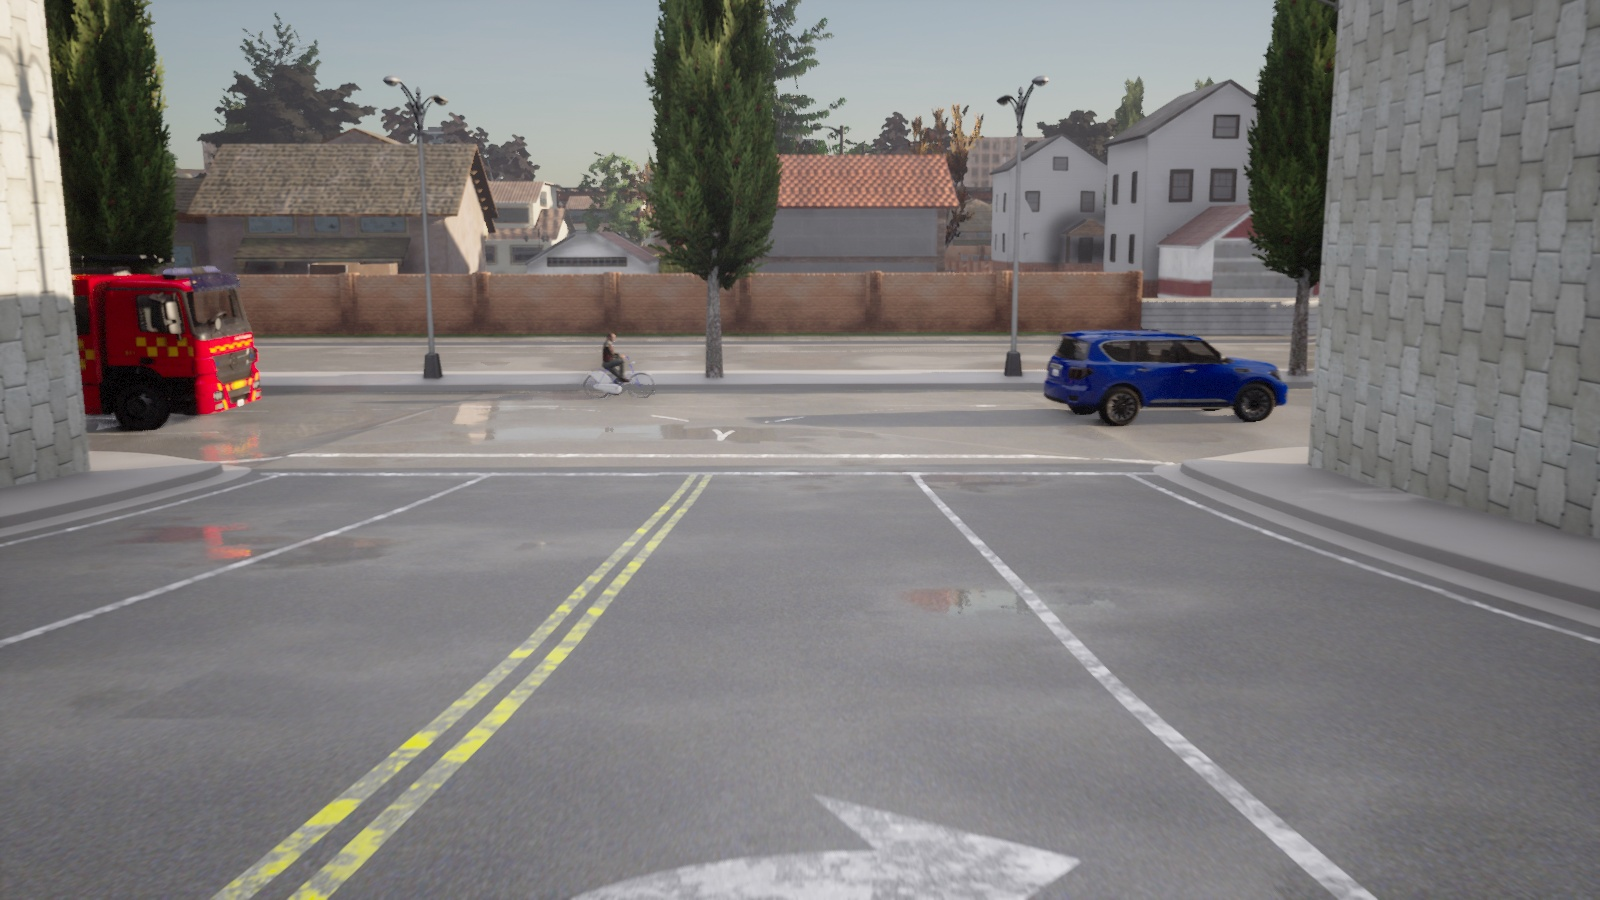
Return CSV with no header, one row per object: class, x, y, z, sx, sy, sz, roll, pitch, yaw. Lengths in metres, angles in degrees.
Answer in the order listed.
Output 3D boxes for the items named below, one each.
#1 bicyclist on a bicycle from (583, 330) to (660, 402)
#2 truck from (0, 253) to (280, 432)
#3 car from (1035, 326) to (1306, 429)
bicyclist on a bicycle,-4.596,-2.176,32.447,1.843,1.776,0.659,0,9,-1
truck,-16.821,-2.538,28.642,8.468,3.827,2.891,0,10,-1
car,8.529,-1.742,29.148,5.566,2.045,2.150,-2,10,-10
